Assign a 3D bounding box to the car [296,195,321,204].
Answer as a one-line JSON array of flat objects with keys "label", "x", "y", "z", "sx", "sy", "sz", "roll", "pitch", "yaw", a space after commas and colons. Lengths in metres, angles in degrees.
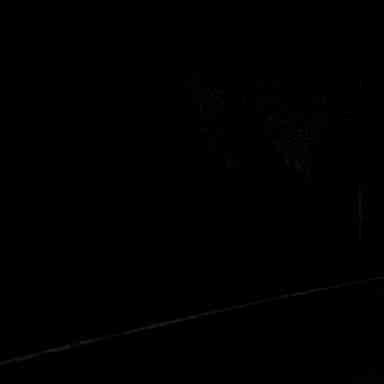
[{"label": "car", "x": 19.584, "y": 1.288, "z": 55.749, "sx": 4.892, "sy": 1.490, "sz": 1.837, "roll": 0, "pitch": 0, "yaw": -30}]
